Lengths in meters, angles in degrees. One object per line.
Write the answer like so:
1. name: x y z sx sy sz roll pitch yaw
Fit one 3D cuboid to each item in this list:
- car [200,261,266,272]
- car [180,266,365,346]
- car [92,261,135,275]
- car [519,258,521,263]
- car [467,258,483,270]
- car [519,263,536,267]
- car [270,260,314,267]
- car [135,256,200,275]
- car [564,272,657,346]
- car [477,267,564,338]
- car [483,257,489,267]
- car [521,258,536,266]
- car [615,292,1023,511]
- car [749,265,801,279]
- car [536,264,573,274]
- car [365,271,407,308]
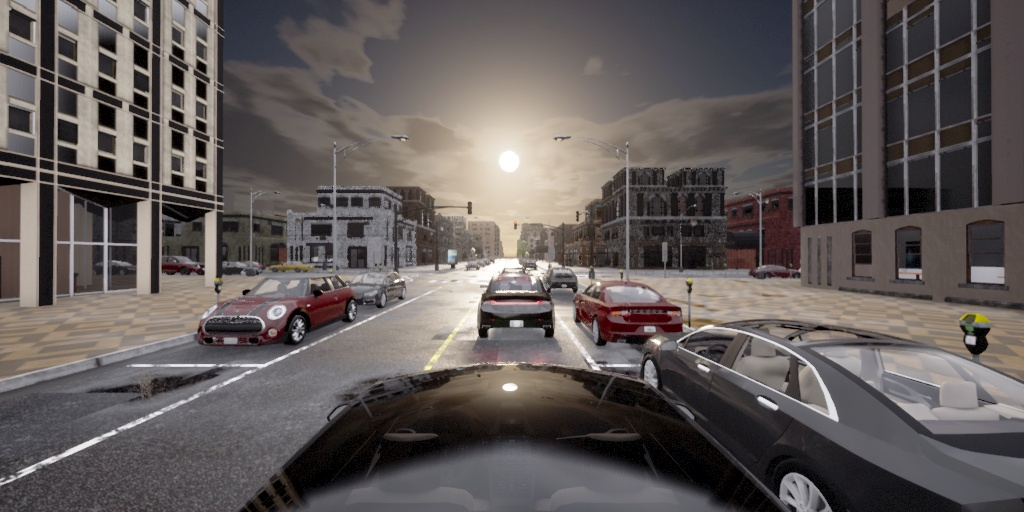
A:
1. car: -25.421 1.167 33.009 4.403 1.370 2.007 0 0 1
2. car: -5.691 1.188 9.242 1.967 1.591 4.097 0 0 0
3. car: -36.494 1.121 33.177 4.403 1.370 2.007 0 0 1
4. car: 2.679 1.321 64.043 1.802 1.307 4.207 0 0 0
5. car: -5.699 1.322 53.012 1.802 1.307 4.207 0 0 0
6. car: 0.096 1.310 20.558 1.994 1.385 4.181 0 0 0
7. car: -25.461 1.185 41.391 4.829 1.417 1.751 0 0 1
8. car: -30.957 0.908 33.093 5.009 1.841 2.192 0 0 1
9. car: 2.689 1.293 9.226 1.888 1.381 4.507 0 0 0
10. car: 0.100 1.240 10.134 2.128 1.511 4.902 0 0 0
11. car: -5.702 1.289 64.056 2.007 1.370 4.403 0 0 0
12. car: 2.681 1.306 53.001 1.948 1.339 4.313 0 0 0
13. car: 2.690 1.300 3.535 2.007 1.370 4.403 0 0 0
14. car: 23.637 1.424 32.227 4.207 1.307 1.802 0 0 1
15. car: 2.687 1.297 20.610 2.007 1.370 4.403 0 0 0
16. car: -5.693 1.298 14.934 2.007 1.370 4.403 0 0 0
